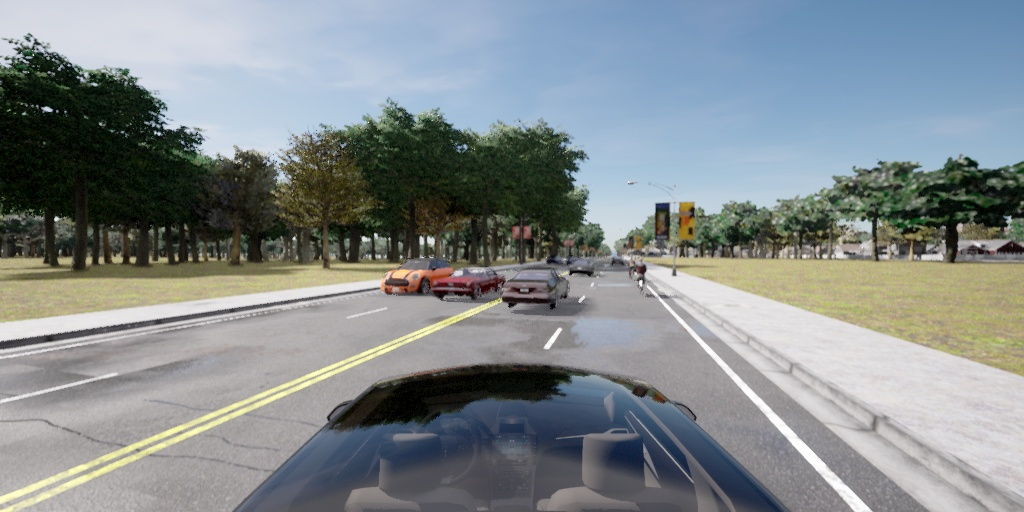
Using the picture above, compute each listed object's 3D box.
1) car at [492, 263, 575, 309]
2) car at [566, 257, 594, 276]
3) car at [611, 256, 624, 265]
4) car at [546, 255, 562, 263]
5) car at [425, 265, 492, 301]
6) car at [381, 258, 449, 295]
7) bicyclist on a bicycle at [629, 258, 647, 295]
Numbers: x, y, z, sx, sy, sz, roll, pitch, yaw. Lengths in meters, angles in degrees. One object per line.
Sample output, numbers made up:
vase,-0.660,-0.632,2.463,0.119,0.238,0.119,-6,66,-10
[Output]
car,1.114,1.172,14.381,2.033,1.411,5.357,0,1,16
car,6.347,1.019,32.523,1.994,1.385,4.181,0,1,16
car,17.341,0.758,58.906,1.812,1.442,4.674,0,1,16
car,6.967,0.563,58.735,2.097,1.767,4.553,0,0,16
car,-1.856,1.198,16.541,1.895,1.301,4.718,0,1,16
car,-4.674,0.924,18.488,2.097,1.767,4.553,0,1,16
bicyclist on a bicycle,6.060,0.980,16.943,0.659,1.776,1.843,0,1,16
